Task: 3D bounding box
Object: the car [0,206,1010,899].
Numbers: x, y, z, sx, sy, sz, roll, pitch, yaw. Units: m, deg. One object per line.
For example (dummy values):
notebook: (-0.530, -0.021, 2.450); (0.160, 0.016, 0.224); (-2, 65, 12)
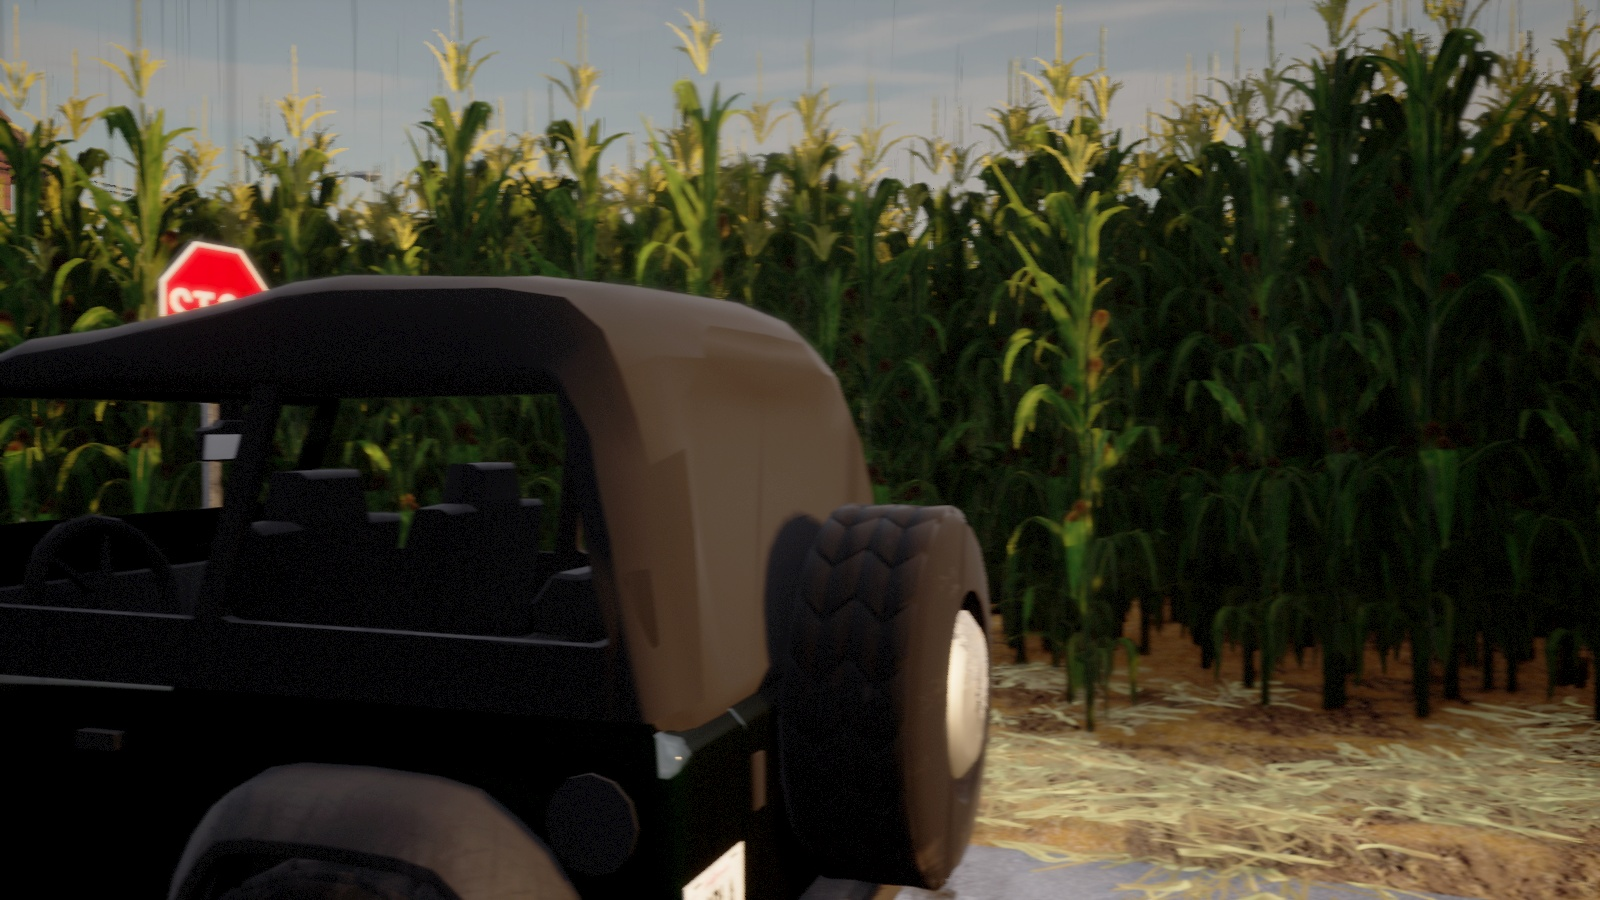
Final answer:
car: (-1.542, 0.563, 3.322); (3.866, 1.878, 1.905); (1, 1, 19)
